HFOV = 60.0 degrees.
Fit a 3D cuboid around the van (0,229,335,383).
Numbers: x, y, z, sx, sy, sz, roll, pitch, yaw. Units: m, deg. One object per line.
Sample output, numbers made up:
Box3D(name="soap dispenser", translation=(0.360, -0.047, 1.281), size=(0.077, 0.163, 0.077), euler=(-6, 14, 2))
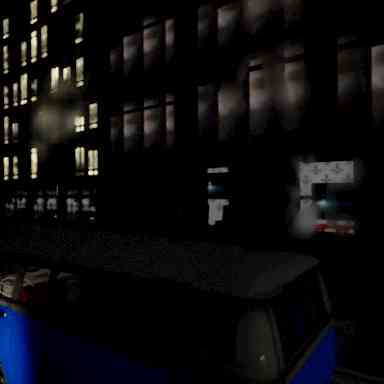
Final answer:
Box3D(name="van", translation=(-0.675, 1.355, 3.355), size=(3.998, 1.788, 1.690), euler=(0, 0, 35))
